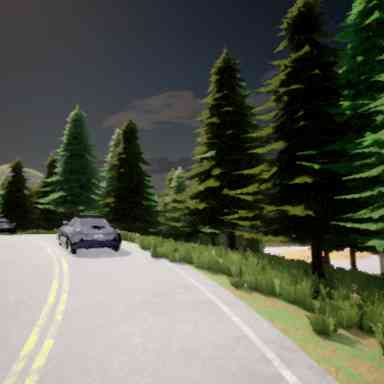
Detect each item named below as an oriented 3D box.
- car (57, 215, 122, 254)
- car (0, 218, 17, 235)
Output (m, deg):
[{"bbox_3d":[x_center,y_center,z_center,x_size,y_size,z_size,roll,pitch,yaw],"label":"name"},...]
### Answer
[{"bbox_3d":[-4.451,1.687,14.188,1.994,1.385,4.181,2,-3,-29],"label":"car"},{"bbox_3d":[-15.485,2.684,25.784,4.181,1.385,1.994,-6,-7,33],"label":"car"}]
